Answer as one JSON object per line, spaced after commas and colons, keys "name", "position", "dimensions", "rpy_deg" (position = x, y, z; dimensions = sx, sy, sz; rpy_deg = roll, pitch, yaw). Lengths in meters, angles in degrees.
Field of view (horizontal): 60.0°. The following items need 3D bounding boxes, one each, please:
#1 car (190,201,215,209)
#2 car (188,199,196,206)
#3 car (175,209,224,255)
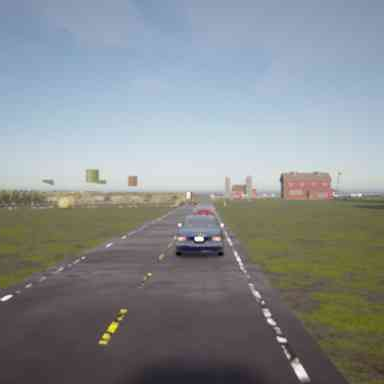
{"name": "car", "position": [1.026, 1.793, 29.277], "dimensions": [1.812, 1.442, 4.674], "rpy_deg": [0, 0, 3]}
{"name": "car", "position": [0.085, 2.217, 70.891], "dimensions": [1.895, 1.301, 4.718], "rpy_deg": [0, 0, 3]}
{"name": "car", "position": [0.351, 1.677, 13.894], "dimensions": [2.033, 1.411, 5.357], "rpy_deg": [0, 0, 3]}
